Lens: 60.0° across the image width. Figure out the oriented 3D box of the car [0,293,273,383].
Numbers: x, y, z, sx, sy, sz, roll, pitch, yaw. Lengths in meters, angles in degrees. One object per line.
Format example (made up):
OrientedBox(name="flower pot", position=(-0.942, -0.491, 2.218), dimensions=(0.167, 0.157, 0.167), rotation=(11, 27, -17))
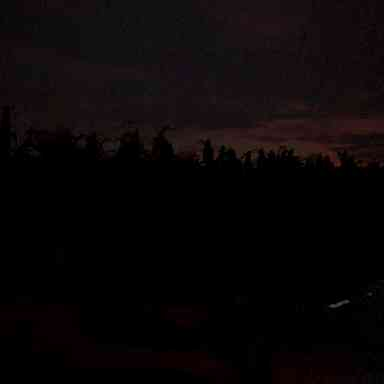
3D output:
OrientedBox(name="car", position=(-1.693, 1.474, 1.741), dimensions=(5.008, 1.535, 1.882), rotation=(1, 0, -36))
